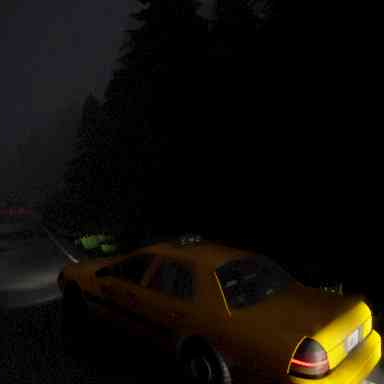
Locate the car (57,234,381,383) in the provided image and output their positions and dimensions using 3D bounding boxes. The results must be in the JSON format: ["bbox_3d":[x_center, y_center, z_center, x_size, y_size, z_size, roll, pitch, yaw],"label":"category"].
[{"bbox_3d":[-0.248,1.417,5.073,5.366,1.575,1.801,1,1,44],"label":"car"}]

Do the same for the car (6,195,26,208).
[{"bbox_3d":[-21.155,1.055,40.036,2.128,1.511,4.902,-2,2,-26],"label":"car"}]
